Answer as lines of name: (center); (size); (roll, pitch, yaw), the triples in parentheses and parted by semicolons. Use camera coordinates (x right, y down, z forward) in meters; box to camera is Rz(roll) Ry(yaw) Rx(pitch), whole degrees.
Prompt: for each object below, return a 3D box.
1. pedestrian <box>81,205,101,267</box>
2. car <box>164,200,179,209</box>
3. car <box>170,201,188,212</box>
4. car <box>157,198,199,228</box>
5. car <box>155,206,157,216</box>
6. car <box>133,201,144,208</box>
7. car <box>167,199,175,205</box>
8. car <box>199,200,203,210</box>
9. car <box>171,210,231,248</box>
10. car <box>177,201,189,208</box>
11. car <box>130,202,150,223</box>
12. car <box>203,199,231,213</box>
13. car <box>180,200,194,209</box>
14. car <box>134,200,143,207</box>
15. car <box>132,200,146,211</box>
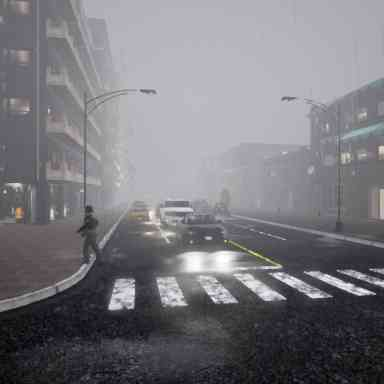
pedestrian: (-3.038, 1.283, 9.990); (0.375, 1.860, 0.375); (-1, 0, -9)
car: (-3.709, 2.214, 59.852); (2.128, 1.511, 4.902); (0, -1, -9)
car: (-2.022, 2.089, 49.695); (2.128, 1.511, 4.902); (0, -1, -9)
car: (-1.187, 1.518, 25.072); (2.150, 2.045, 5.566); (0, -1, -9)
car: (-2.878, 1.899, 35.373); (1.882, 1.535, 5.008); (0, -1, -9)
car: (-10.098, 2.324, 62.961); (1.947, 1.339, 4.313); (-1, -1, -9)
car: (-5.564, 2.584, 86.873); (1.752, 1.417, 4.829); (-1, -1, -9)
car: (1.884, 2.085, 41.899); (1.802, 1.307, 4.206); (-1, -1, -9)
car: (0.369, 1.748, 15.669); (1.994, 1.385, 4.181); (0, -1, -9)
car: (-1.826, 2.360, 64.302); (1.802, 1.307, 4.206); (-1, -1, -9)
car: (-4.579, 1.870, 29.177); (1.752, 1.417, 4.829); (-1, -1, -9)
car: (2.831, 1.875, 36.305); (1.967, 1.590, 4.097); (-1, -1, -9)
car: (-0.927, 2.236, 58.870); (1.752, 1.417, 4.829); (-1, -1, -9)
car: (-11.026, 2.372, 68.562); (1.887, 1.381, 4.507); (-1, -1, -9)
car: (-8.250, 2.060, 51.760); (1.967, 1.590, 4.097); (-1, -1, -9)
